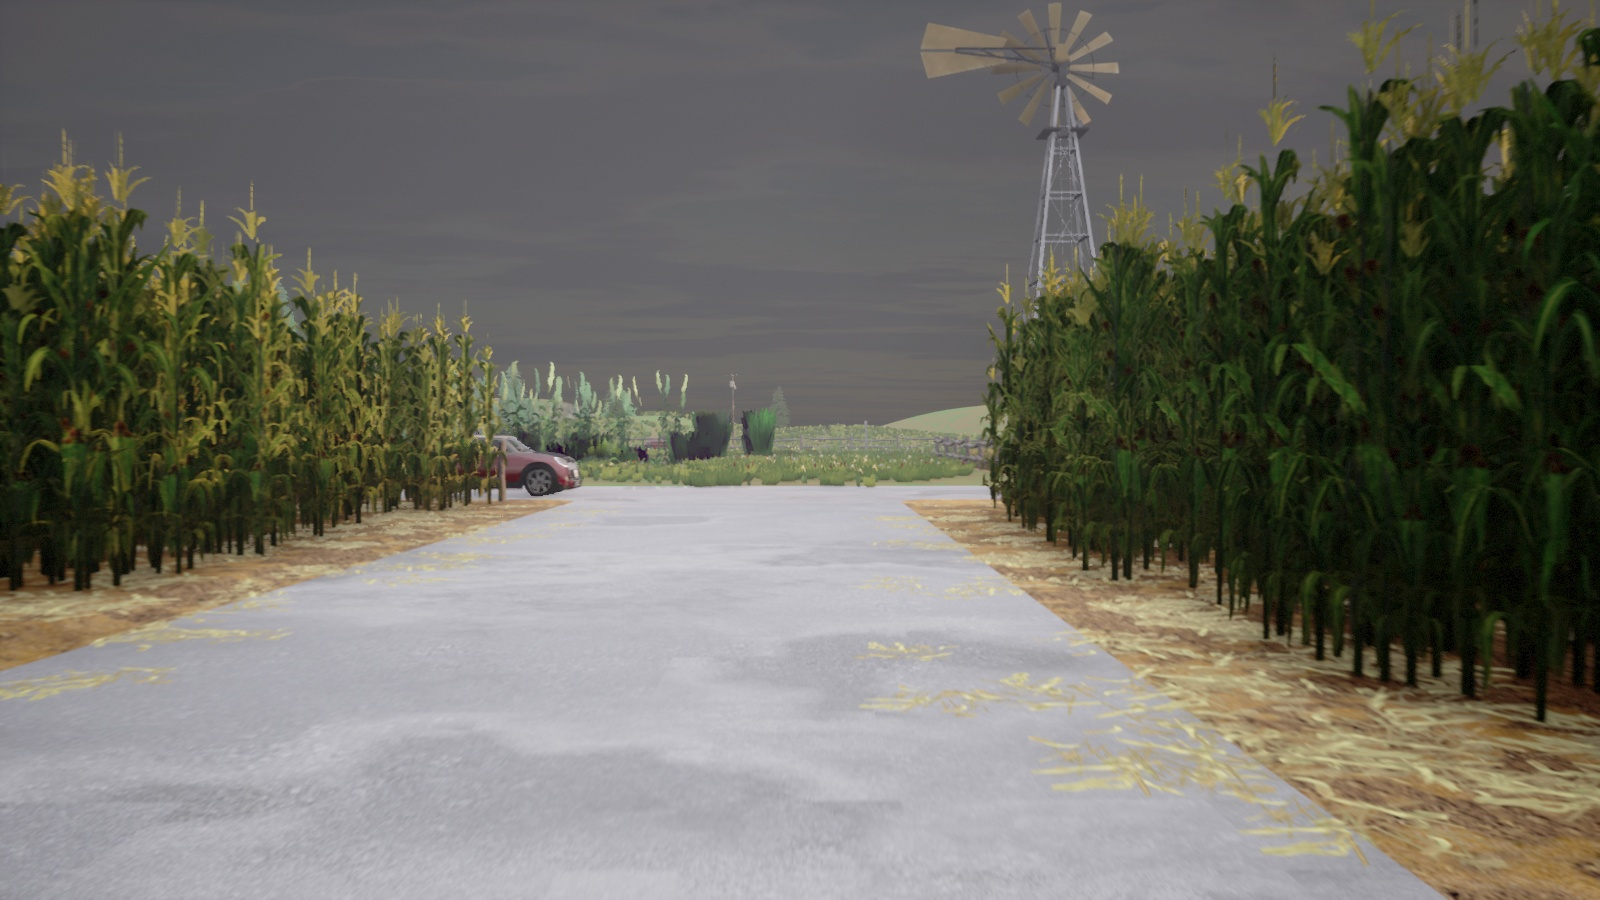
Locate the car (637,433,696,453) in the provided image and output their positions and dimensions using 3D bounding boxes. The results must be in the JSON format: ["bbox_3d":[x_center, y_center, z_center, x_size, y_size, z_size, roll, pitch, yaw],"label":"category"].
[{"bbox_3d":[-10.243,-0.532,96.575,4.193,1.474,1.816,0,1,6],"label":"car"}]

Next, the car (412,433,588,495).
[{"bbox_3d":[-7.242,0.315,30.555,3.806,1.475,1.970,0,1,0],"label":"car"}]
